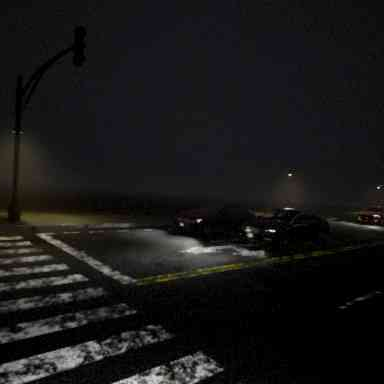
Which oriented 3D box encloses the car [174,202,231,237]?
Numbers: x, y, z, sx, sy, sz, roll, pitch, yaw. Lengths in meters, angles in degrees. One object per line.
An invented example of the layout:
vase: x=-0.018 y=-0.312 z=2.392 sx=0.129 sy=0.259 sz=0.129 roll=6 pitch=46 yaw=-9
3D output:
car: x=1.321 y=1.247 z=16.118 sx=4.674 sy=1.442 sz=1.812 roll=3 pitch=2 yaw=-41

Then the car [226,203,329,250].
car: x=4.058 y=1.470 z=14.204 sx=4.902 sy=1.511 sz=2.128 roll=3 pitch=2 yaw=-41

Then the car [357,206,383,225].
car: x=16.604 y=2.043 z=29.803 sx=5.008 sy=1.535 sz=1.882 roll=3 pitch=2 yaw=-42
